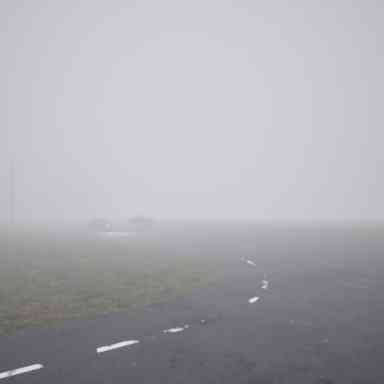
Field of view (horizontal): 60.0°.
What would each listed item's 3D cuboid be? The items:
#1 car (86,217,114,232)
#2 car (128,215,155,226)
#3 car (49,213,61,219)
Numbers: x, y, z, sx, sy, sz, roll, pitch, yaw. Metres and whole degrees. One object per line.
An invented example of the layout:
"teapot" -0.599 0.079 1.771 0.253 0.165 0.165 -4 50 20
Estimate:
"car" -10.199 3.536 36.702 2.128 1.511 4.902 -1 -2 -36
"car" -6.755 3.755 43.956 1.895 1.301 4.718 -1 -2 -35
"car" -33.640 5.897 81.762 1.994 1.385 4.181 -1 -2 -35
